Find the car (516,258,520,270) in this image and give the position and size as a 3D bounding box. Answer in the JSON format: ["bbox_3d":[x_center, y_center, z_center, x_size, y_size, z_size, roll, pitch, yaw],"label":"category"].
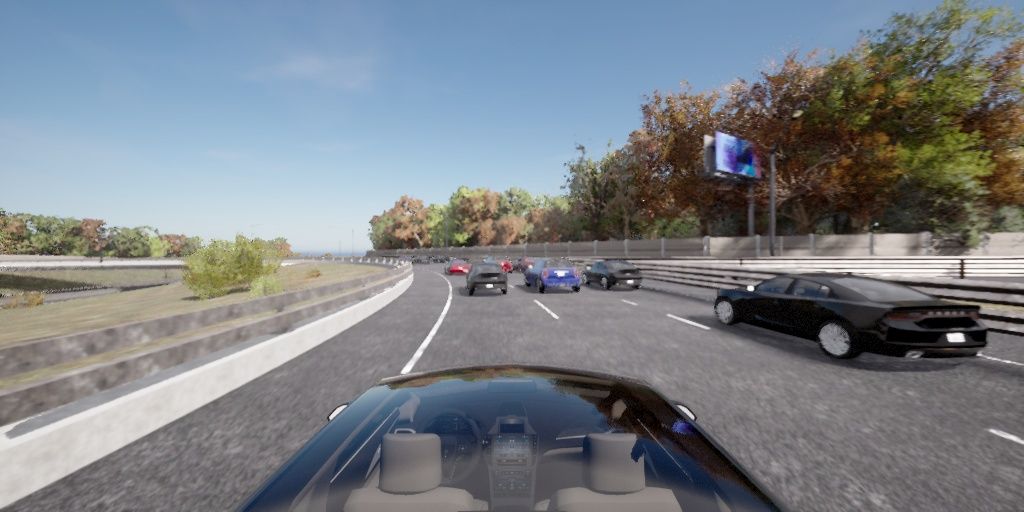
[{"bbox_3d":[1.414,0.862,36.214,1.812,1.442,4.674,-1,1,-18],"label":"car"}]

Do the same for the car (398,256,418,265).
[{"bbox_3d":[-18.157,0.755,60.719,2.128,1.511,4.902,-1,1,-34],"label":"car"}]

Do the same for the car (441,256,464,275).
[{"bbox_3d":[-5.229,0.997,34.053,1.994,1.385,4.181,-1,1,-18],"label":"car"}]

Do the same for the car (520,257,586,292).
[{"bbox_3d":[2.021,0.877,19.338,2.097,1.767,4.553,-1,1,-9],"label":"car"}]

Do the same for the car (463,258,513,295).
[{"bbox_3d":[-1.372,1.076,18.547,1.837,1.490,4.892,-1,1,-9],"label":"car"}]

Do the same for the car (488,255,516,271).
[{"bbox_3d":[-1.554,0.745,33.998,2.097,1.767,4.553,-1,1,-17],"label":"car"}]

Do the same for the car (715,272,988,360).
[{"bbox_3d":[6.703,1.097,8.020,1.882,1.535,5.008,0,0,-4],"label":"car"}]

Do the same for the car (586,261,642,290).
[{"bbox_3d":[5.458,0.986,20.111,1.837,1.490,4.892,-1,1,-9],"label":"car"}]
